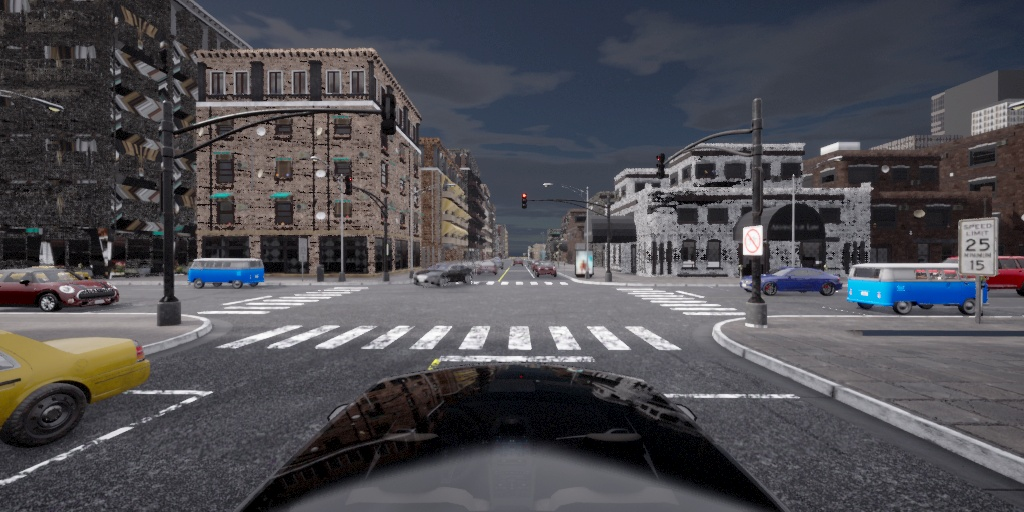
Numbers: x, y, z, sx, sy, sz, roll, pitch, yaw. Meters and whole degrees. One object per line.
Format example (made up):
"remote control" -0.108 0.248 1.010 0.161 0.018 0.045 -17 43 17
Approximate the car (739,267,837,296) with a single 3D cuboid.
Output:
"car" 14.691 1.298 18.993 4.674 1.442 1.812 0 0 2

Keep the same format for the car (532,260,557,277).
"car" 3.259 1.195 35.111 1.967 1.591 4.097 0 0 1

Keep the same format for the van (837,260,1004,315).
"van" 14.851 1.156 13.208 3.998 1.789 1.690 0 0 1

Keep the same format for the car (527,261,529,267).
"car" 3.552 1.321 52.199 2.007 1.370 4.403 0 0 1

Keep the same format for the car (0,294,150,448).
"car" -5.680 1.275 2.623 1.751 1.417 4.829 0 0 1

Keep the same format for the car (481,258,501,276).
"car" -2.487 1.284 37.692 1.812 1.442 4.674 0 1 1

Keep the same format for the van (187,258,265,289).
"van" -17.426 1.030 21.903 3.998 1.789 1.690 0 0 1

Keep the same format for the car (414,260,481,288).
"car" -4.362 1.205 23.586 2.128 1.511 4.902 1 0 25

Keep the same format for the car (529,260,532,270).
"car" 3.454 1.347 46.503 1.802 1.307 4.207 0 0 1

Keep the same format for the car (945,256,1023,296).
"car" 24.354 1.019 18.900 5.566 2.045 2.150 0 0 0

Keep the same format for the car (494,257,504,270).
"car" -2.206 1.264 53.487 2.128 1.511 4.902 0 0 1

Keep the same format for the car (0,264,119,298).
"car" -17.526 1.190 13.523 4.097 1.591 1.967 0 0 1
